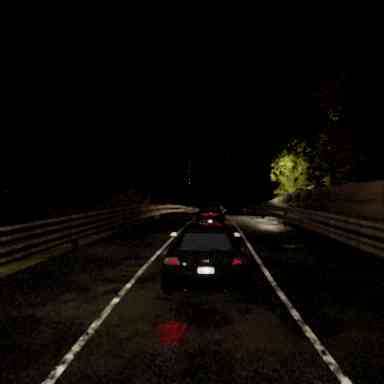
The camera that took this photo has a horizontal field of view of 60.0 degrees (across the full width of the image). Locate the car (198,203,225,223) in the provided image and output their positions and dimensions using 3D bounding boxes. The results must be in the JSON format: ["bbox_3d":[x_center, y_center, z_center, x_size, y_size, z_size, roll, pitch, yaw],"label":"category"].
[{"bbox_3d":[1.722,1.729,28.812,2.128,1.511,4.902,0,-2,4],"label":"car"}]

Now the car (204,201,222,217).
[{"bbox_3d":[2.635,2.060,40.375,2.097,1.767,4.553,0,-3,5],"label":"car"}]

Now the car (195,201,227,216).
[{"bbox_3d":[1.280,1.592,22.663,1.837,1.490,4.892,0,-1,4],"label":"car"}]

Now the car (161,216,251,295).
[{"bbox_3d":[0.357,1.558,8.738,1.994,1.385,4.181,0,0,2],"label":"car"}]

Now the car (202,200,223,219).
[{"bbox_3d":[2.165,1.800,34.728,2.097,1.767,4.553,0,-2,4],"label":"car"}]
